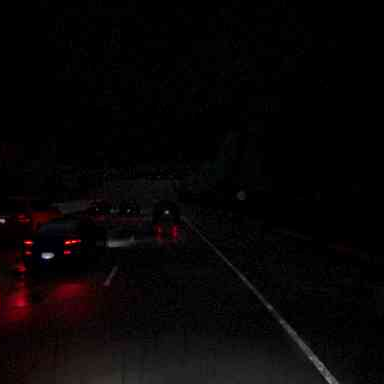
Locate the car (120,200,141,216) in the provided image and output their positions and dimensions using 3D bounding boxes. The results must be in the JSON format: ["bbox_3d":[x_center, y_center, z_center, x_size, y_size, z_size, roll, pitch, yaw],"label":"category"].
[{"bbox_3d":[-6.369,1.596,34.560,2.128,1.511,4.902,0,0,-6],"label":"car"}]

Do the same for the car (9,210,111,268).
[{"bbox_3d":[-4.136,1.569,11.349,1.812,1.442,4.674,0,0,-5],"label":"car"}]

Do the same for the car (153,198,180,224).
[{"bbox_3d":[-1.958,1.496,25.451,2.033,1.649,4.856,0,0,-6],"label":"car"}]

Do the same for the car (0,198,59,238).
[{"bbox_3d":[-8.093,1.293,16.424,2.150,2.045,5.566,0,0,-6],"label":"car"}]

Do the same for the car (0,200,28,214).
[{"bbox_3d":[-21.060,1.743,39.023,1.994,1.385,4.181,0,0,-5],"label":"car"}]

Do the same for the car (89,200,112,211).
[{"bbox_3d":[-10.137,1.619,37.096,2.128,1.511,4.902,0,0,-6],"label":"car"}]

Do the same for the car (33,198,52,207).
[{"bbox_3d":[-26.485,1.819,59.136,1.812,1.442,4.674,0,0,-7],"label":"car"}]

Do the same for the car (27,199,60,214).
[{"bbox_3d":[-17.618,1.658,39.791,2.128,1.511,4.902,0,0,-5],"label":"car"}]
